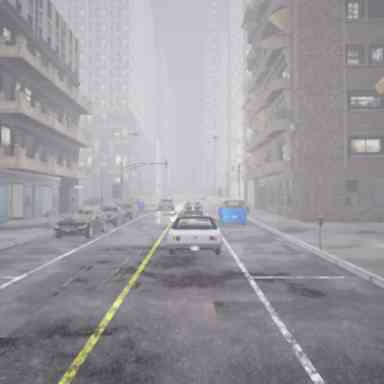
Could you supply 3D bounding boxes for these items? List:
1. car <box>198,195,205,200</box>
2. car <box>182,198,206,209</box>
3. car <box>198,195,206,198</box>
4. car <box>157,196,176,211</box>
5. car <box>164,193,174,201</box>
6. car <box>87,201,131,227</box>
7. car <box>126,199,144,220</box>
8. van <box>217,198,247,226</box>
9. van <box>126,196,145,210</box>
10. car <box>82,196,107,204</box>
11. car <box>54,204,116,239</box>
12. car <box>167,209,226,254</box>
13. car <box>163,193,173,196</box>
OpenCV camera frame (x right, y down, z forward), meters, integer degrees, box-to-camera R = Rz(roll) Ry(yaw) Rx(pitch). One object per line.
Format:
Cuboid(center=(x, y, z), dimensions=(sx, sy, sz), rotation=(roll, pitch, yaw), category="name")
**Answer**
Cuboid(center=(2.702, 1.463, 94.539), dimensions=(1.752, 1.417, 4.829), rotation=(1, 0, 0), category="car")
Cuboid(center=(0.099, 1.528, 30.488), dimensions=(2.033, 1.411, 5.357), rotation=(0, 0, 0), category="car")
Cuboid(center=(2.700, 1.527, 83.213), dimensions=(1.802, 1.307, 4.206), rotation=(1, 0, 0), category="car")
Cuboid(center=(-3.003, 1.505, 40.147), dimensions=(1.812, 1.442, 4.674), rotation=(0, 0, 0), category="car")
Cuboid(center=(-5.674, 1.261, 83.151), dimensions=(2.192, 1.841, 5.009), rotation=(1, 0, 0), category="car")
Cuboid(center=(-5.645, 1.568, 22.854), dimensions=(1.802, 1.307, 4.206), rotation=(1, 0, 0), category="car")
Cuboid(center=(-5.645, 1.548, 28.393), dimensions=(1.947, 1.339, 4.313), rotation=(1, 0, 0), category="car")
Cuboid(center=(2.707, 1.326, 22.906), dimensions=(1.690, 1.788, 3.998), rotation=(1, 0, 0), category="van")
Cuboid(center=(-5.811, 1.320, 33.934), dimensions=(1.690, 1.788, 3.998), rotation=(1, 0, 0), category="van")
Cuboid(center=(-16.493, 1.462, 56.580), dimensions=(4.097, 1.590, 1.967), rotation=(0, -1, 0), category="car")
Cuboid(center=(-5.644, 1.540, 17.313), dimensions=(2.008, 1.369, 4.403), rotation=(1, 0, 0), category="car")
Cuboid(center=(0.098, 1.592, 13.373), dimensions=(1.895, 1.301, 4.718), rotation=(0, 0, 0), category="car")
Cuboid(center=(-5.676, 1.393, 72.001), dimensions=(1.967, 1.590, 4.097), rotation=(1, 0, 0), category="car")
